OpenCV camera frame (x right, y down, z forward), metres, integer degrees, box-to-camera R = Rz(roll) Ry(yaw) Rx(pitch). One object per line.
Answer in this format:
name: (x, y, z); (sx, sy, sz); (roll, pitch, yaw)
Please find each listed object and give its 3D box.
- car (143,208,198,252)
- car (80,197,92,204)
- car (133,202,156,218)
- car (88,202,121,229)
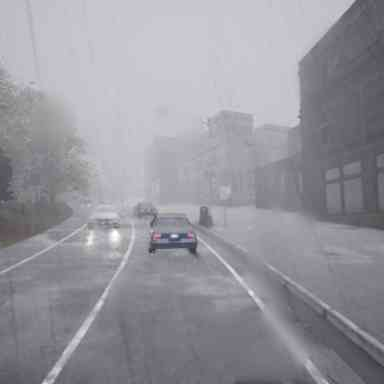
car: (-0.928, 1.604, 14.113); (2.033, 1.411, 5.357); (0, 0, -7)
car: (-19.511, 1.537, 61.091); (1.994, 1.385, 4.181); (2, 0, -22)
car: (-4.514, 1.702, 31.823); (2.033, 1.411, 5.357); (1, -1, -16)
car: (-5.744, 1.579, 22.062); (1.812, 1.442, 4.674); (1, 0, -11)
